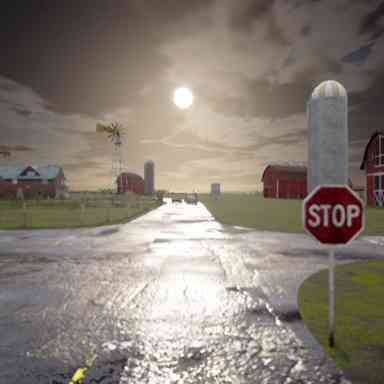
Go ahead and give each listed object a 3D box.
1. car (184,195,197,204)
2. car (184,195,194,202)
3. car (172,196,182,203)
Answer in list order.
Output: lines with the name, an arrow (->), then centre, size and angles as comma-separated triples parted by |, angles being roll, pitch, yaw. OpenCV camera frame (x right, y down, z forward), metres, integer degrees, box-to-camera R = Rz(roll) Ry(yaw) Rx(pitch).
car -> -0.027, 1.451, 61.402 | 2.128, 1.511, 4.902 | 0, 0, -2
car -> -0.686, 1.421, 71.512 | 1.837, 1.490, 4.892 | 0, 0, -6
car -> -2.963, 1.515, 65.501 | 1.994, 1.385, 4.181 | 0, 0, -2
